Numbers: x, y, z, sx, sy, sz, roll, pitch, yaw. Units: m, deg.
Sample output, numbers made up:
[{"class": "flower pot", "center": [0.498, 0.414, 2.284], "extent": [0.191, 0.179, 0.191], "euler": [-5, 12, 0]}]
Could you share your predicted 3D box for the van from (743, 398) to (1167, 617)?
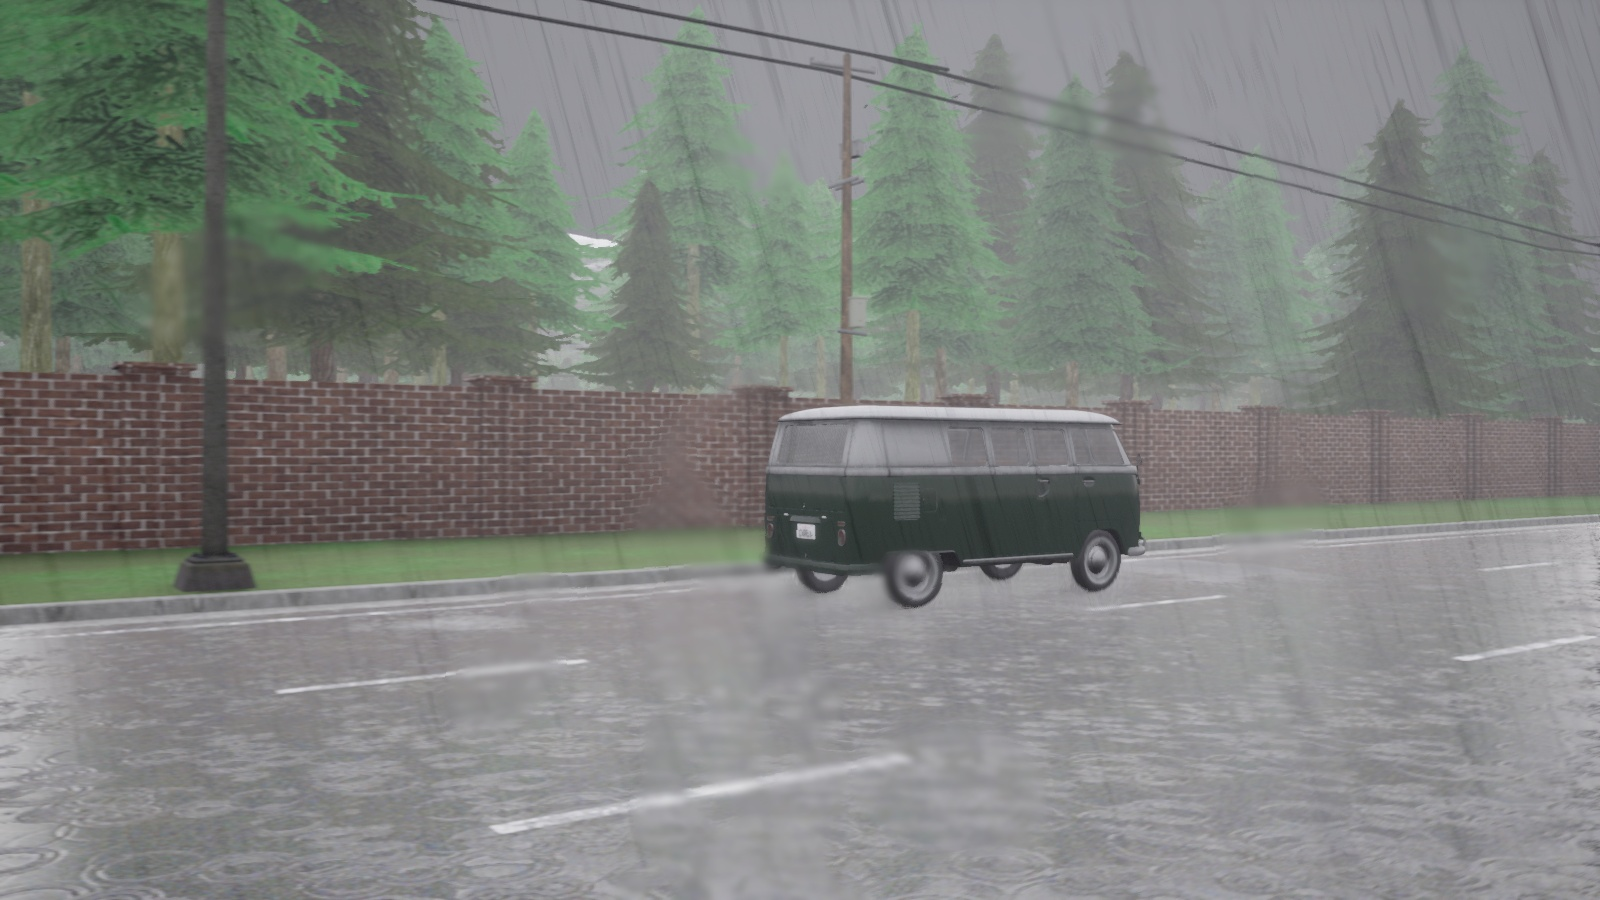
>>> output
[{"class": "van", "center": [1.746, 0.527, 13.404], "extent": [4.442, 1.987, 1.775], "euler": [0, 0, -35]}]
